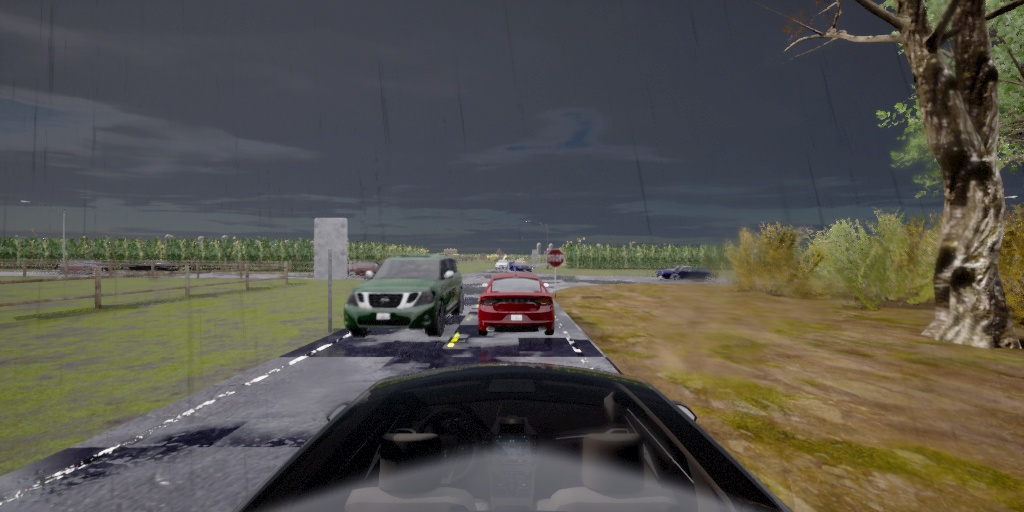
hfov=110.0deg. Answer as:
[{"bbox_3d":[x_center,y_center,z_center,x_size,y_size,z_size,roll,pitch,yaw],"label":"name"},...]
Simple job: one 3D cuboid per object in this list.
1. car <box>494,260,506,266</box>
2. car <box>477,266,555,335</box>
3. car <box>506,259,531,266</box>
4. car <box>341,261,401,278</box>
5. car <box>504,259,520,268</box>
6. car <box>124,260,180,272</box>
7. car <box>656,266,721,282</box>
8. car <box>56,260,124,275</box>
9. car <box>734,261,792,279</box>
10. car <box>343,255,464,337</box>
[{"bbox_3d":[-1.340,1.298,53.784,1.812,1.442,4.674,0,0,6],"label":"car"},{"bbox_3d":[0.105,1.228,10.499,1.882,1.535,5.008,0,0,0],"label":"car"},{"bbox_3d":[0.982,1.363,44.270,1.895,1.301,4.718,0,0,-14],"label":"car"},{"bbox_3d":[-12.534,1.198,31.979,4.674,1.442,1.812,0,0,3],"label":"car"},{"bbox_3d":[0.002,1.330,63.592,2.033,1.411,5.357,0,0,9],"label":"car"},{"bbox_3d":[-37.186,1.106,36.820,4.718,1.301,1.895,0,0,3],"label":"car"},{"bbox_3d":[14.770,1.453,30.104,4.718,1.301,1.895,0,0,4],"label":"car"},{"bbox_3d":[-39.275,1.043,33.236,4.181,1.385,1.994,0,0,3],"label":"car"},{"bbox_3d":[23.110,1.264,32.959,4.553,1.767,2.097,0,0,6],"label":"car"},{"bbox_3d":[-2.799,0.972,10.643,2.150,2.045,5.566,0,0,1],"label":"car"}]
